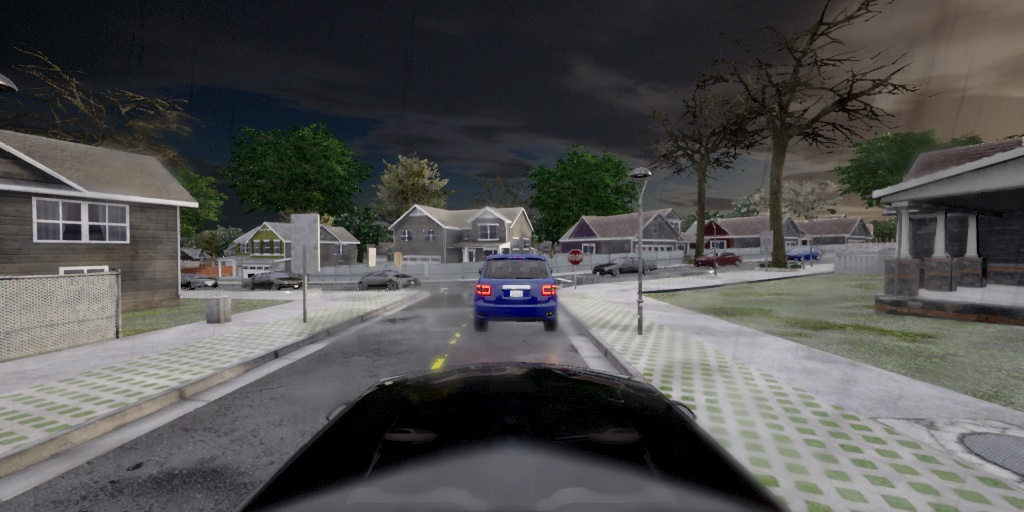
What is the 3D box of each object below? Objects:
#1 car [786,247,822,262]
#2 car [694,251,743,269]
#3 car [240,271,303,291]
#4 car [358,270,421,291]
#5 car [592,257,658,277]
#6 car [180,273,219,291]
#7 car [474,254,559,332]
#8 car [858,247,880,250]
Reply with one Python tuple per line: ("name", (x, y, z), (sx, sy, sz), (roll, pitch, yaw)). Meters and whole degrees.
("car", (31.303, -0.185, 38.828), (5.008, 1.535, 1.882), (-3, 2, -25))
("car", (19.066, 0.298, 33.114), (5.008, 1.535, 1.882), (-2, 2, -25))
("car", (-18.769, 1.994, 28.074), (5.357, 1.411, 2.033), (-2, 0, 22))
("car", (-8.141, 1.612, 23.790), (4.181, 1.385, 1.994), (-2, 0, 25))
("car", (8.996, 0.808, 28.466), (5.357, 1.411, 2.033), (-3, 2, -23))
("car", (-28.410, 2.288, 31.968), (4.902, 1.511, 2.128), (-2, 0, 22))
("car", (0.116, 0.968, 11.021), (2.150, 2.045, 5.566), (0, 0, 0))
("car", (39.451, -0.326, 39.420), (5.357, 1.411, 2.033), (-2, 2, -25))
